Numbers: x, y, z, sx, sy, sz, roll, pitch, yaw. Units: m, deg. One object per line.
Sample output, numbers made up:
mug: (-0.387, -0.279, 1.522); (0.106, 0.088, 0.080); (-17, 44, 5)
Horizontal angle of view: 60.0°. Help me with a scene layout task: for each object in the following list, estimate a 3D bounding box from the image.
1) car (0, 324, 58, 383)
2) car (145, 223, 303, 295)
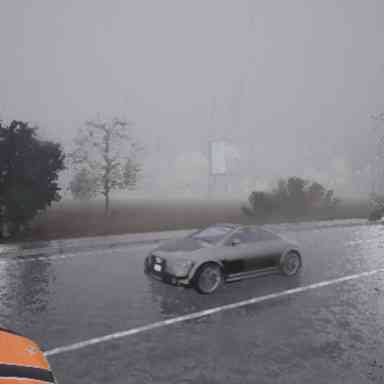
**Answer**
car: (-2.967, 1.347, 1.526); (4.553, 1.767, 2.097); (0, 0, -36)
car: (0.902, 1.538, 8.653); (4.181, 1.385, 1.994); (0, 0, -33)
